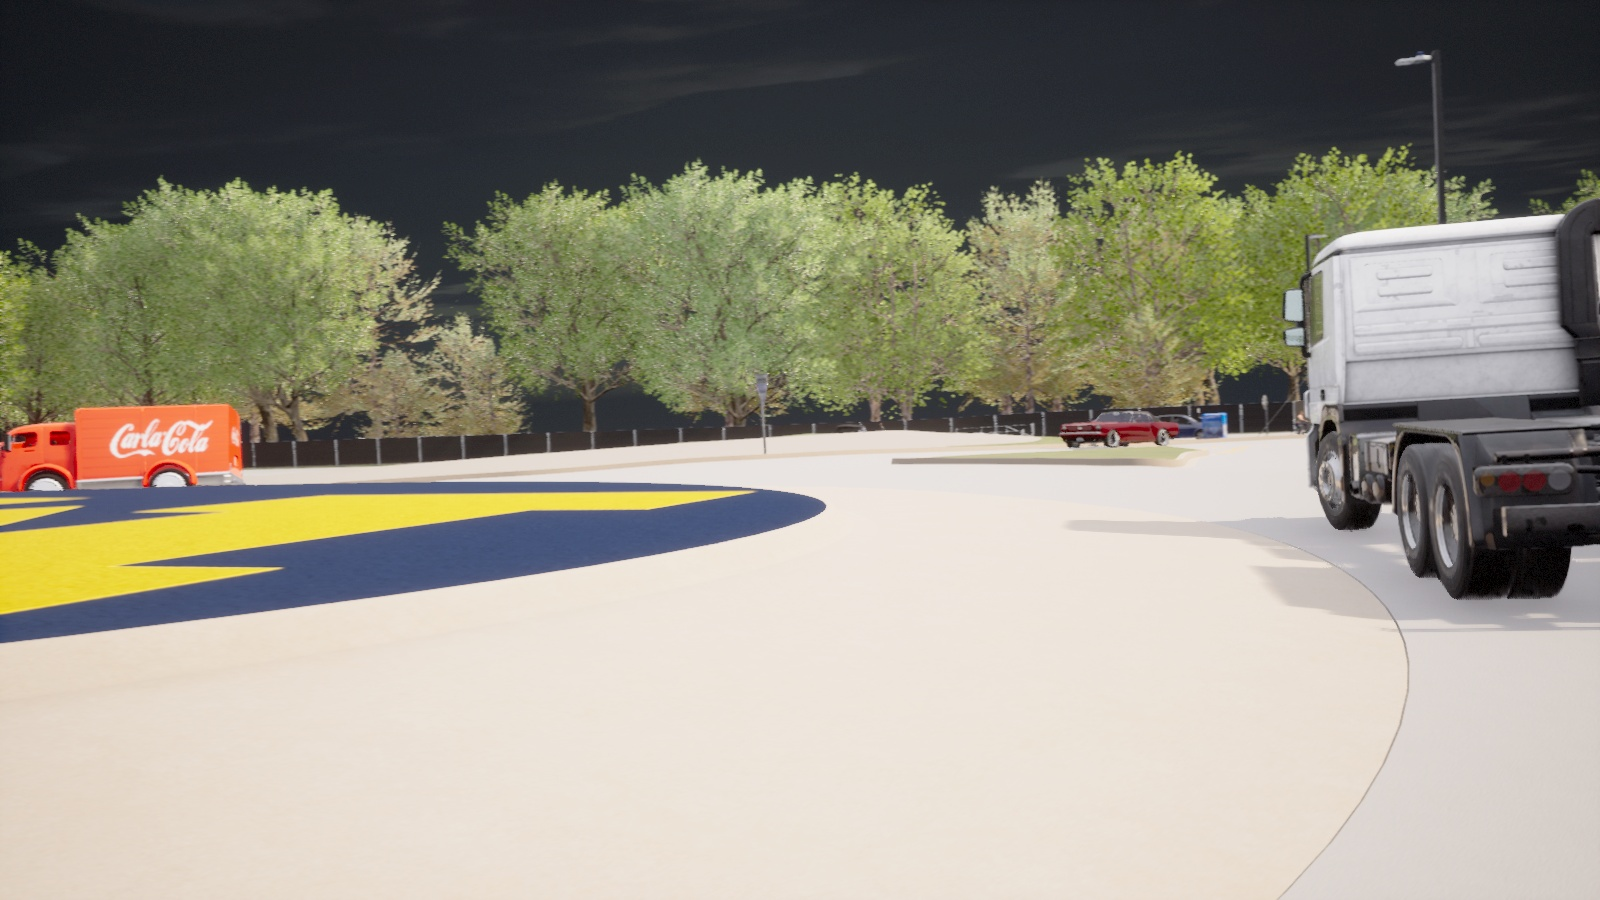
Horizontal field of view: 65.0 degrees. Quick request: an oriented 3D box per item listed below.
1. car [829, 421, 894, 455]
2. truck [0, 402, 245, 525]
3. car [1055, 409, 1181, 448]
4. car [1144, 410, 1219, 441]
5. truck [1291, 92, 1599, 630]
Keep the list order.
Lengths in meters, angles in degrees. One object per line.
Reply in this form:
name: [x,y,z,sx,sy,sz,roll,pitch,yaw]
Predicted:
car: [3.973,-0.759,80.265,3.866,1.878,1.905,-3,3,9]
truck: [-16.635,0.350,30.687,5.204,2.467,2.627,-3,-6,-16]
car: [11.313,-0.777,44.528,4.718,1.301,1.895,-2,1,-39]
car: [22.757,-1.468,74.861,3.988,1.617,1.851,-2,4,24]
truck: [6.817,-0.793,11.826,2.891,3.462,7.936,-3,2,14]
